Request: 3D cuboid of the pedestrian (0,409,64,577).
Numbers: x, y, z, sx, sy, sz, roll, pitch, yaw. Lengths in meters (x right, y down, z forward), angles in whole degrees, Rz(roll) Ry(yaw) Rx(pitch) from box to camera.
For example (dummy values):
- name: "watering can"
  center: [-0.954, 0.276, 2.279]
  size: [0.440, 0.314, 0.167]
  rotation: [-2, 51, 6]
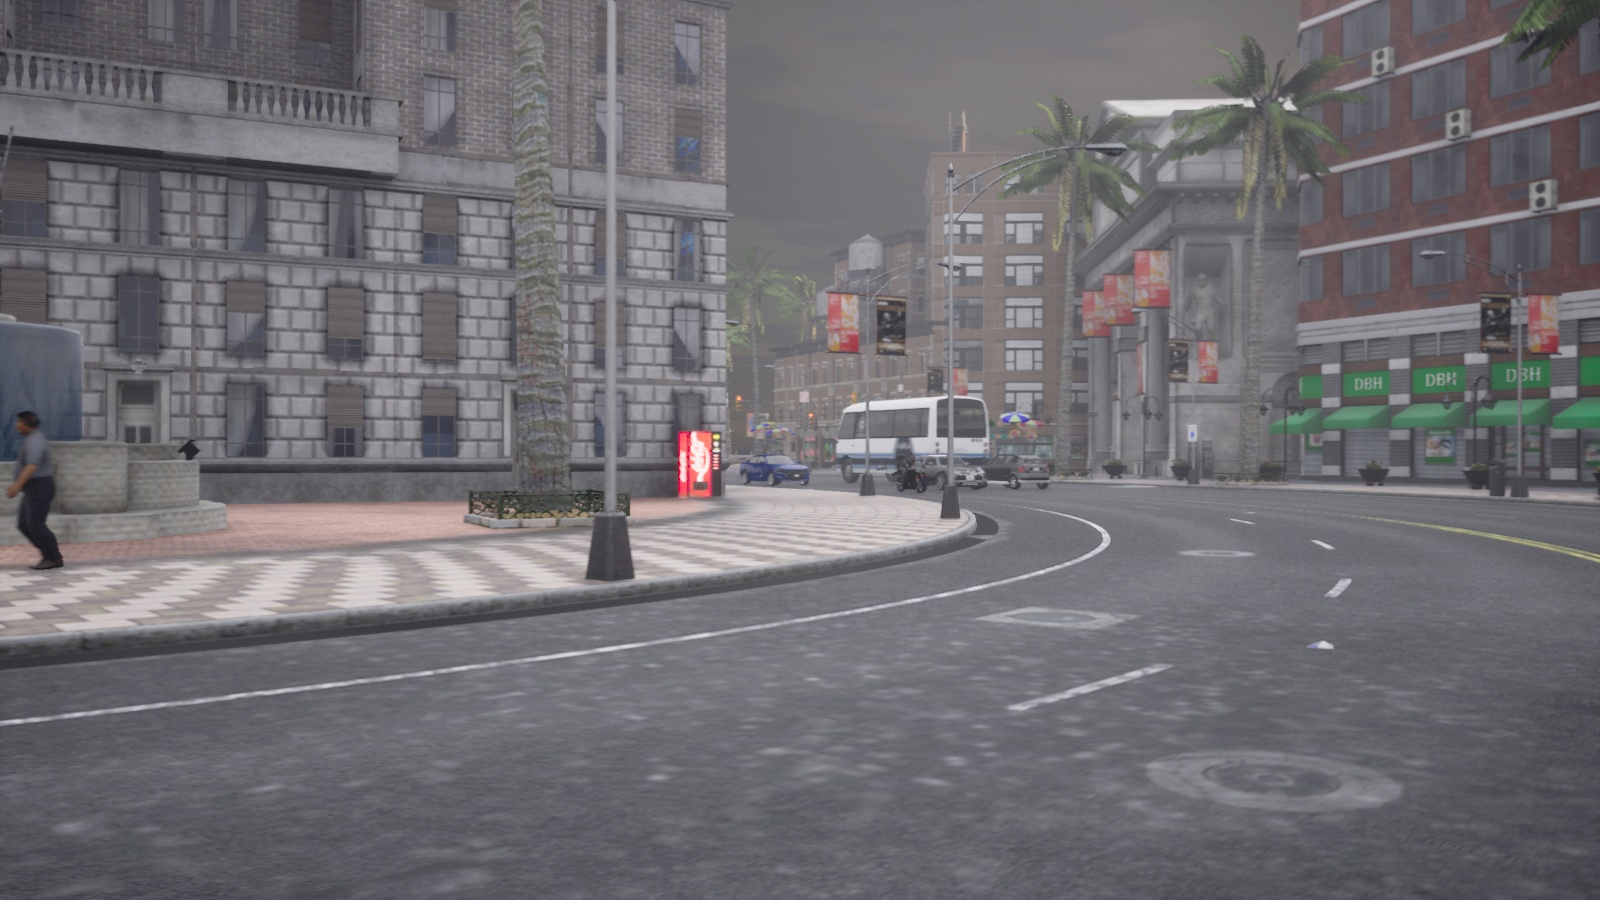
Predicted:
- name: "pedestrian"
  center: [-8.725, 0.474, 14.170]
  size: [0.694, 1.848, 0.540]
  rotation: [0, 0, -34]

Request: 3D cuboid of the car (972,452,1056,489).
- name: "car"
  center: [9.273, 0.883, 54.681]
  size: [1.789, 1.549, 3.705]
  rotation: [0, 0, -26]

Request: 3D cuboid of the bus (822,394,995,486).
- name: "bus"
  center: [5.211, -0.432, 63.229]
  size: [3.944, 4.253, 10.273]
  rotation: [0, 0, -26]

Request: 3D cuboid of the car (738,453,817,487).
- name: "car"
  center: [-1.136, 0.928, 60.125]
  size: [1.882, 1.535, 5.008]
  rotation: [0, 0, -26]

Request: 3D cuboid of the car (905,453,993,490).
- name: "car"
  center: [6.239, 0.872, 52.946]
  size: [1.970, 1.475, 3.806]
  rotation: [0, 0, -26]

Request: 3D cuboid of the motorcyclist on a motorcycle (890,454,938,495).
- name: "motorcyclist on a motorcycle"
  center: [4.395, 0.932, 48.650]
  size: [0.866, 1.530, 2.191]
  rotation: [0, 0, -25]
